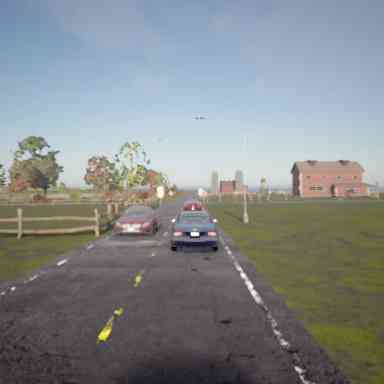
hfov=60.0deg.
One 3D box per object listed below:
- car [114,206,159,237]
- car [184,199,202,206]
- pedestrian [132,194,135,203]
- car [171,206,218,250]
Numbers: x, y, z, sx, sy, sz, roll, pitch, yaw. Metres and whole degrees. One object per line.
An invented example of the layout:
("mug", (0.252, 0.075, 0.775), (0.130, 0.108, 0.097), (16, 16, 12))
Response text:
("car", (-2.852, 1.502, 17.903), (1.812, 1.442, 4.674), (0, 0, 0))
("car", (0.097, 1.482, 34.818), (1.812, 1.442, 4.674), (0, 0, 0))
("pedestrian", (-12.163, 1.334, 69.322), (0.375, 1.860, 0.375), (0, 1, 0))
("car", (0.098, 1.529, 14.242), (2.033, 1.411, 5.357), (0, 0, 0))
